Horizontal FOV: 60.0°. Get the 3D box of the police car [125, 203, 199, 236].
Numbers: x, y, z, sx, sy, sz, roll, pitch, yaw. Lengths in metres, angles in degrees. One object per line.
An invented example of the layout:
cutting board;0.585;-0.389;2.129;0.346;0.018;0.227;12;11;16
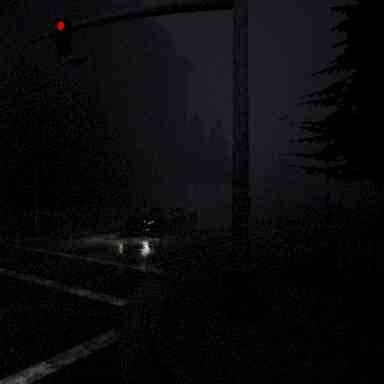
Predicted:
police car;-1.608;1.428;18.924;1.930;1.638;5.238;0;0;34
